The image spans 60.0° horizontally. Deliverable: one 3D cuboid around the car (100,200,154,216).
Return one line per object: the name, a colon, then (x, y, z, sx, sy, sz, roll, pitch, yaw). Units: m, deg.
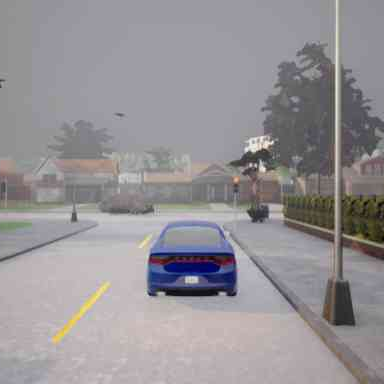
car: (-6.353, 1.525, 32.502, 5.357, 1.411, 2.033, 0, 0, 23)

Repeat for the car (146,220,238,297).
car: (0.014, 1.472, 8.624, 1.882, 1.535, 5.008, 0, 0, 0)
